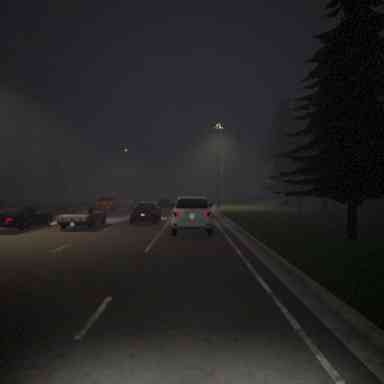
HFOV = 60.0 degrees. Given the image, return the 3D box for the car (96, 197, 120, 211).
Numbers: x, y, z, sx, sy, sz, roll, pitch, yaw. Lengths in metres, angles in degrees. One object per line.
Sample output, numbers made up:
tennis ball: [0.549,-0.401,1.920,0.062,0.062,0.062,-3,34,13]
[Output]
car: [-10.411,1.360,41.388,2.097,1.767,4.553,0,0,0]

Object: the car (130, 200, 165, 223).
car: [-3.430,1.569,25.216,1.994,1.385,4.181,0,0,0]

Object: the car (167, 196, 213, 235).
car: [0.022,1.229,18.996,2.150,2.045,5.566,0,0,1]

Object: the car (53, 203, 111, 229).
car: [-6.953,1.605,21.589,1.895,1.301,4.718,0,0,1]

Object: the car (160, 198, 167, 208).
car: [-3.406,1.486,44.225,1.882,1.535,5.008,0,0,0]

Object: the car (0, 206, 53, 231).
car: [-10.461,1.552,20.491,2.033,1.411,5.357,0,0,1]

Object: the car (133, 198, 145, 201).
car: [-6.907,1.534,43.534,1.812,1.442,4.674,0,0,0]

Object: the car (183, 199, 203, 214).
car: [0.079,1.555,36.912,2.033,1.411,5.357,0,0,0]
